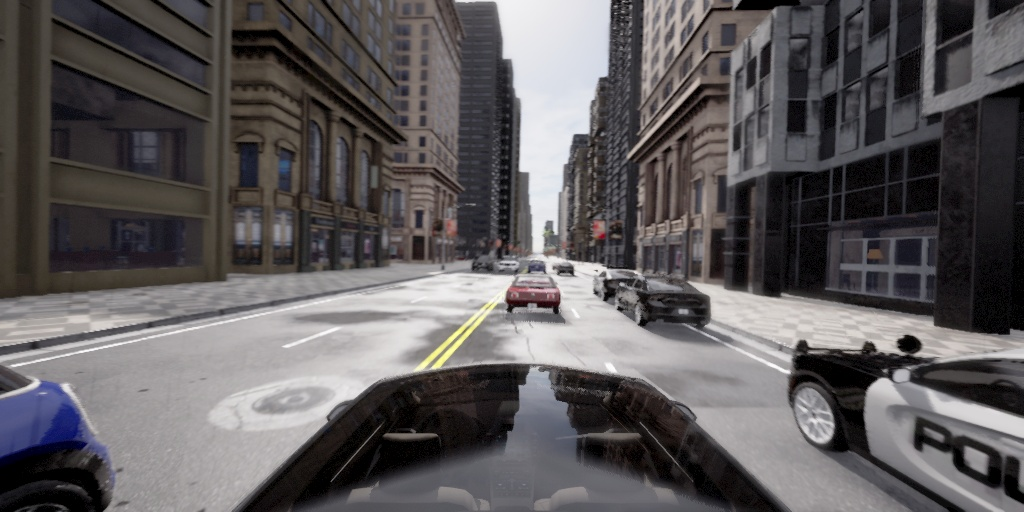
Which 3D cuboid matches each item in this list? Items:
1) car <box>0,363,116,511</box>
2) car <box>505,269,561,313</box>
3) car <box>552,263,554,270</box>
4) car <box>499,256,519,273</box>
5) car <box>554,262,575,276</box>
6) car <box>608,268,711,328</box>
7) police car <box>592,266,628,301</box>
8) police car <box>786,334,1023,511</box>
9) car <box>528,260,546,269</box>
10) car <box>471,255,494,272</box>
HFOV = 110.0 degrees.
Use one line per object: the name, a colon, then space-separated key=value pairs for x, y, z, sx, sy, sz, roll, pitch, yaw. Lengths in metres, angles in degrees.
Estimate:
car: x=-3.632 y=0.998 z=0.250 sx=2.097 sy=1.767 sz=4.553 roll=2 pitch=0 yaw=4
car: x=0.863 y=1.380 z=14.240 sx=1.895 sy=1.301 sz=4.718 roll=2 pitch=0 yaw=4
car: x=7.040 y=1.572 z=54.627 sx=1.895 sy=1.301 sz=4.718 roll=2 pitch=0 yaw=4
car: x=-0.324 y=0.982 z=44.200 sx=2.150 sy=2.045 sz=5.566 roll=2 pitch=0 yaw=5
car: x=6.042 y=1.442 z=40.756 sx=1.837 sy=1.490 sz=4.892 roll=2 pitch=0 yaw=5
car: x=4.852 y=1.370 z=12.236 sx=1.882 sy=1.535 sz=5.008 roll=2 pitch=0 yaw=4
police car: x=5.309 y=1.332 z=18.329 sx=1.930 sy=1.638 sz=5.238 roll=2 pitch=0 yaw=4
police car: x=4.118 y=1.292 z=2.372 sx=1.930 sy=1.638 sz=5.238 roll=2 pitch=0 yaw=4
car: x=3.009 y=1.204 z=42.896 sx=2.097 sy=1.767 sz=4.553 roll=2 pitch=0 yaw=4
car: x=-3.561 y=0.891 z=44.471 sx=2.150 sy=2.045 sz=5.566 roll=2 pitch=0 yaw=4
